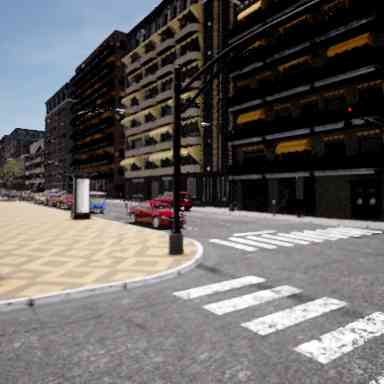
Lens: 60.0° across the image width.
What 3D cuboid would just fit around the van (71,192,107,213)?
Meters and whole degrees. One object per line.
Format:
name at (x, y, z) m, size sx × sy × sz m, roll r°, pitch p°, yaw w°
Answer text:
van at (-8.697, 0.863, 28.452) m, size 1.690 × 1.788 × 3.998 m, roll 2°, pitch 0°, yaw -36°

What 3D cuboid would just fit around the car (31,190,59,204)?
car at (-18.565, 0.786, 42.053) m, size 1.752 × 1.417 × 4.829 m, roll 2°, pitch 0°, yaw -36°

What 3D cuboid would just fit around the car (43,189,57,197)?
car at (-31.809, 0.237, 74.591) m, size 1.967 × 1.590 × 4.097 m, roll 2°, pitch 0°, yaw -36°

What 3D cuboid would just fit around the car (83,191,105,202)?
car at (-15.204, 0.676, 51.695) m, size 1.967 × 1.590 × 4.097 m, roll 2°, pitch 0°, yaw -36°

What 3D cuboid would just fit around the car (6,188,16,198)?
car at (-31.949, 0.451, 60.507) m, size 1.887 × 1.381 × 4.507 m, roll 2°, pitch 0°, yaw -36°

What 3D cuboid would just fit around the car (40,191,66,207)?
car at (-15.345, 0.891, 37.611) m, size 1.887 × 1.381 × 4.507 m, roll 2°, pitch 0°, yaw -36°

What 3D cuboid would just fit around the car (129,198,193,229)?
car at (-2.062, 1.243, 19.294) m, size 1.887 × 1.381 × 4.507 m, roll 2°, pitch 0°, yaw -36°

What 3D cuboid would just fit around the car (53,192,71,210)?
car at (-12.024, 0.979, 33.032) m, size 1.887 × 1.381 × 4.507 m, roll 2°, pitch 0°, yaw -36°

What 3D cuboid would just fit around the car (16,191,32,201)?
car at (-25.304, 0.522, 51.348) m, size 1.967 × 1.590 × 4.097 m, roll 2°, pitch 0°, yaw -36°

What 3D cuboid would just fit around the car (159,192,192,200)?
car at (-1.917, 0.903, 33.378) m, size 2.192 × 1.841 × 5.009 m, roll 2°, pitch 0°, yaw -36°

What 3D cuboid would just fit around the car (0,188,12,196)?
car at (-41.905, -0.042, 74.244) m, size 2.192 × 1.841 × 5.009 m, roll 2°, pitch 0°, yaw -36°

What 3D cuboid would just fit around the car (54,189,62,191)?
car at (-25.269, 0.495, 65.571) m, size 1.752 × 1.417 × 4.829 m, roll 2°, pitch 0°, yaw -36°

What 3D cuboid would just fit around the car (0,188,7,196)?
car at (-38.591, 0.282, 69.665) m, size 2.008 × 1.369 × 4.403 m, roll 2°, pitch 0°, yaw -36°
